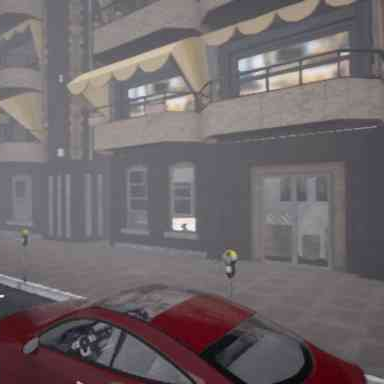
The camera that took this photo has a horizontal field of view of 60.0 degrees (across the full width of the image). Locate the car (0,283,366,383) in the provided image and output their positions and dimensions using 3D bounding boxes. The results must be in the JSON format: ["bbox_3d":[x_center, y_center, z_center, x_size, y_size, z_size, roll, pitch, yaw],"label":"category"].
[{"bbox_3d":[-0.538,1.607,3.257,4.206,1.307,1.802,-1,0,35],"label":"car"}]
